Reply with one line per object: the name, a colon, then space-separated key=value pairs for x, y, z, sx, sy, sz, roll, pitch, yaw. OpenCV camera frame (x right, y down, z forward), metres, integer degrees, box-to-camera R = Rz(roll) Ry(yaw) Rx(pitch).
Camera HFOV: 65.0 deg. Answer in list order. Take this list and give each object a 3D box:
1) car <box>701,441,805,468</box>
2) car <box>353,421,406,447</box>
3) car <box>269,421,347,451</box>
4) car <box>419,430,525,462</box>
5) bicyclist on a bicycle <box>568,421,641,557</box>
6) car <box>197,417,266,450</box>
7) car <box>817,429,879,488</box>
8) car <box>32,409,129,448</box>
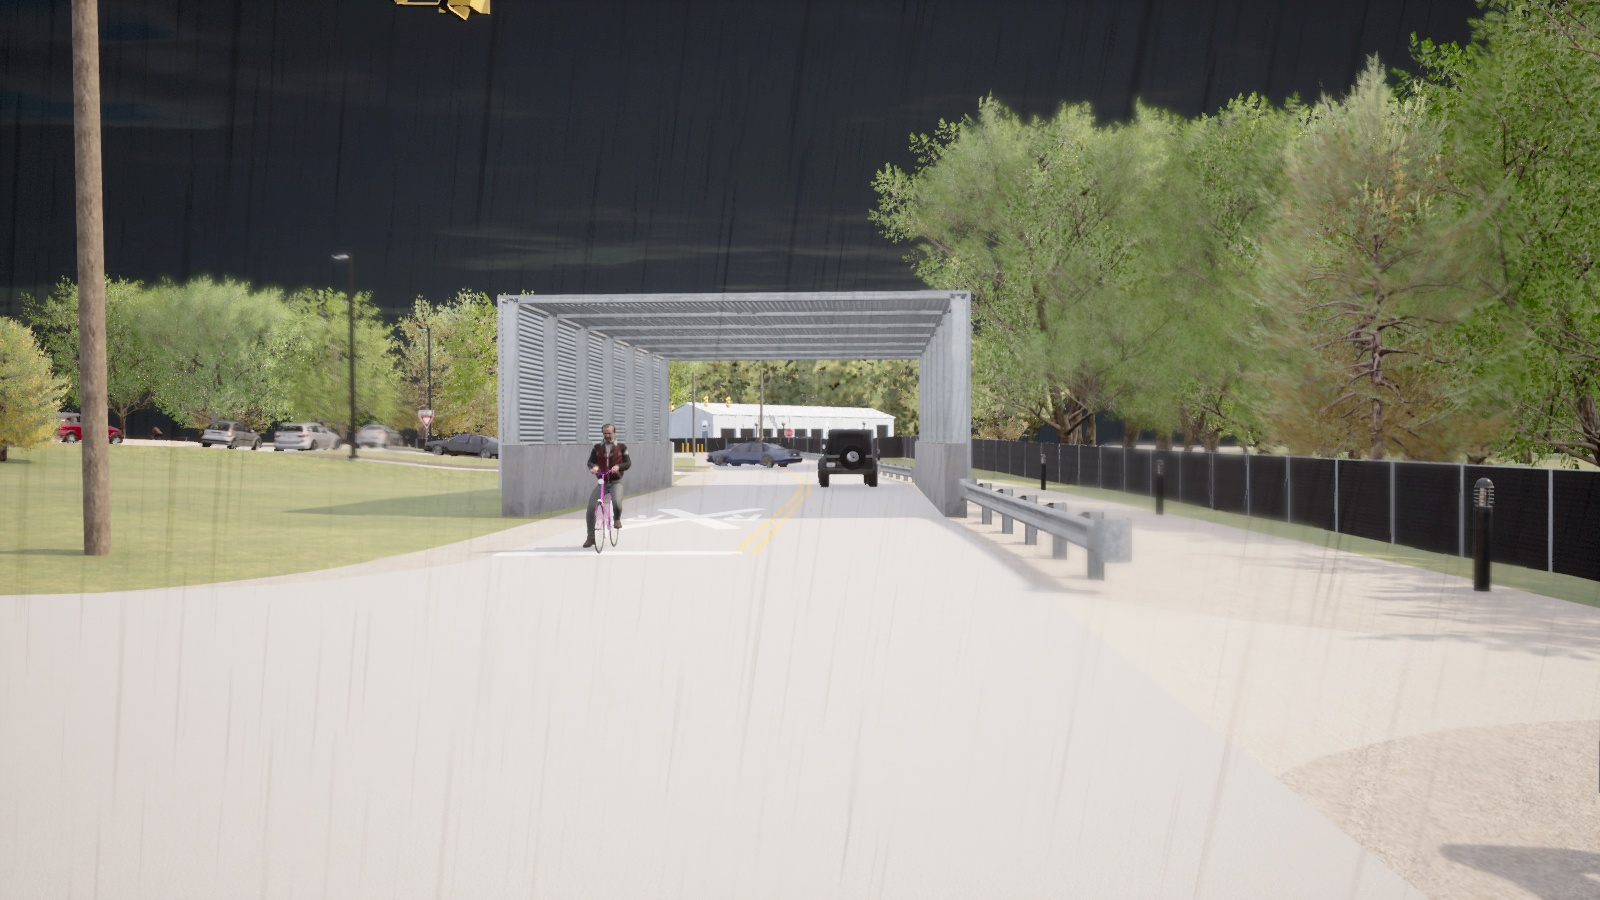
car: x=-2.606 y=0.252 z=69.123 sx=5.357 sy=1.411 sz=2.033 roll=1 pitch=0 yaw=27
car: x=-28.469 y=-1.049 z=85.154 sx=2.152 sy=1.651 sz=5.027 roll=1 pitch=0 yaw=-3
car: x=-27.741 y=-0.801 z=70.988 sx=2.242 sy=1.667 sz=4.611 roll=0 pitch=1 yaw=6
car: x=-18.297 y=-0.230 z=70.034 sx=5.357 sy=1.411 sz=2.033 roll=4 pitch=1 yaw=16
bicyclist on a bicycle: x=-2.667 y=0.512 z=17.283 sx=0.659 sy=1.776 sz=1.843 roll=0 pitch=0 yaw=2
car: x=-32.370 y=-0.917 z=71.632 sx=1.851 sy=1.617 sz=3.988 roll=5 pitch=0 yaw=3
car: x=1.570 y=0.250 z=42.113 sx=1.905 sy=1.878 sz=3.866 roll=0 pitch=0 yaw=0
car: x=-34.737 y=-1.016 z=60.729 sx=1.789 sy=1.549 sz=3.705 roll=6 pitch=0 yaw=20
